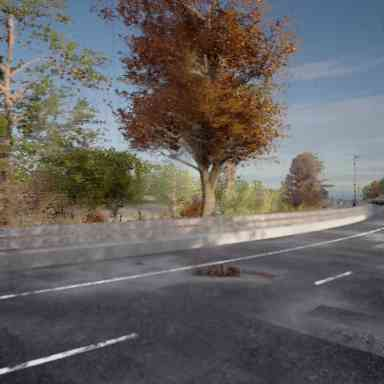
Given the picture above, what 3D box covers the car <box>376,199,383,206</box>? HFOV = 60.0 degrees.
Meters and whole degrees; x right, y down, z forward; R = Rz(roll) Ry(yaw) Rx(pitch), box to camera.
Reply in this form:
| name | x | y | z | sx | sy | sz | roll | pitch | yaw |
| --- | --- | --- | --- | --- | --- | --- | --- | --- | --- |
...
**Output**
| name | x | y | z | sx | sy | sz | roll | pitch | yaw |
| --- | --- | --- | --- | --- | --- | --- | --- | --- | --- |
| car | 47.595 | 2.692 | 81.625 | 1.882 | 1.535 | 5.008 | 0 | -1 | 11 |
